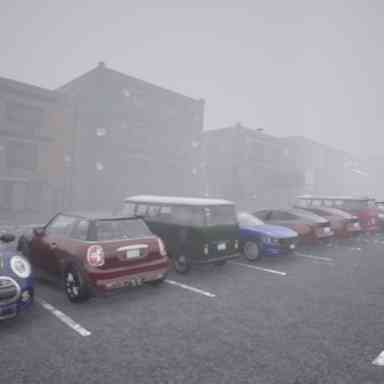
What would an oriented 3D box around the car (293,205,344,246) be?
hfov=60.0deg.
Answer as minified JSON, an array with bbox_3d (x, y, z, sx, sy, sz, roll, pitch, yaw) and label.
[{"bbox_3d":[3.425,1.421,14.072,2.163,1.488,4.792,0,1,-43],"label":"car"}]

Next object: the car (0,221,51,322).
[{"bbox_3d":[-4.723,1.214,6.370,2.185,1.767,4.553,0,1,-43],"label":"car"}]

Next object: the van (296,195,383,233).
[{"bbox_3d":[7.444,1.190,17.984,1.878,1.987,4.442,0,1,-43],"label":"van"}]

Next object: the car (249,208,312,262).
[{"bbox_3d":[1.405,1.379,12.129,2.097,1.535,5.008,0,1,-43],"label":"car"}]

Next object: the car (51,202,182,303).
[{"bbox_3d":[-2.642,1.228,8.250,2.185,1.767,4.553,0,1,-43],"label":"car"}]

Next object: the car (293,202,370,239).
[{"bbox_3d":[5.463,1.434,15.998,2.163,1.488,4.792,0,1,-43],"label":"car"}]

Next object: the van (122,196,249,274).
[{"bbox_3d":[-0.705,1.138,10.282,1.878,1.987,4.442,0,1,-43],"label":"van"}]
